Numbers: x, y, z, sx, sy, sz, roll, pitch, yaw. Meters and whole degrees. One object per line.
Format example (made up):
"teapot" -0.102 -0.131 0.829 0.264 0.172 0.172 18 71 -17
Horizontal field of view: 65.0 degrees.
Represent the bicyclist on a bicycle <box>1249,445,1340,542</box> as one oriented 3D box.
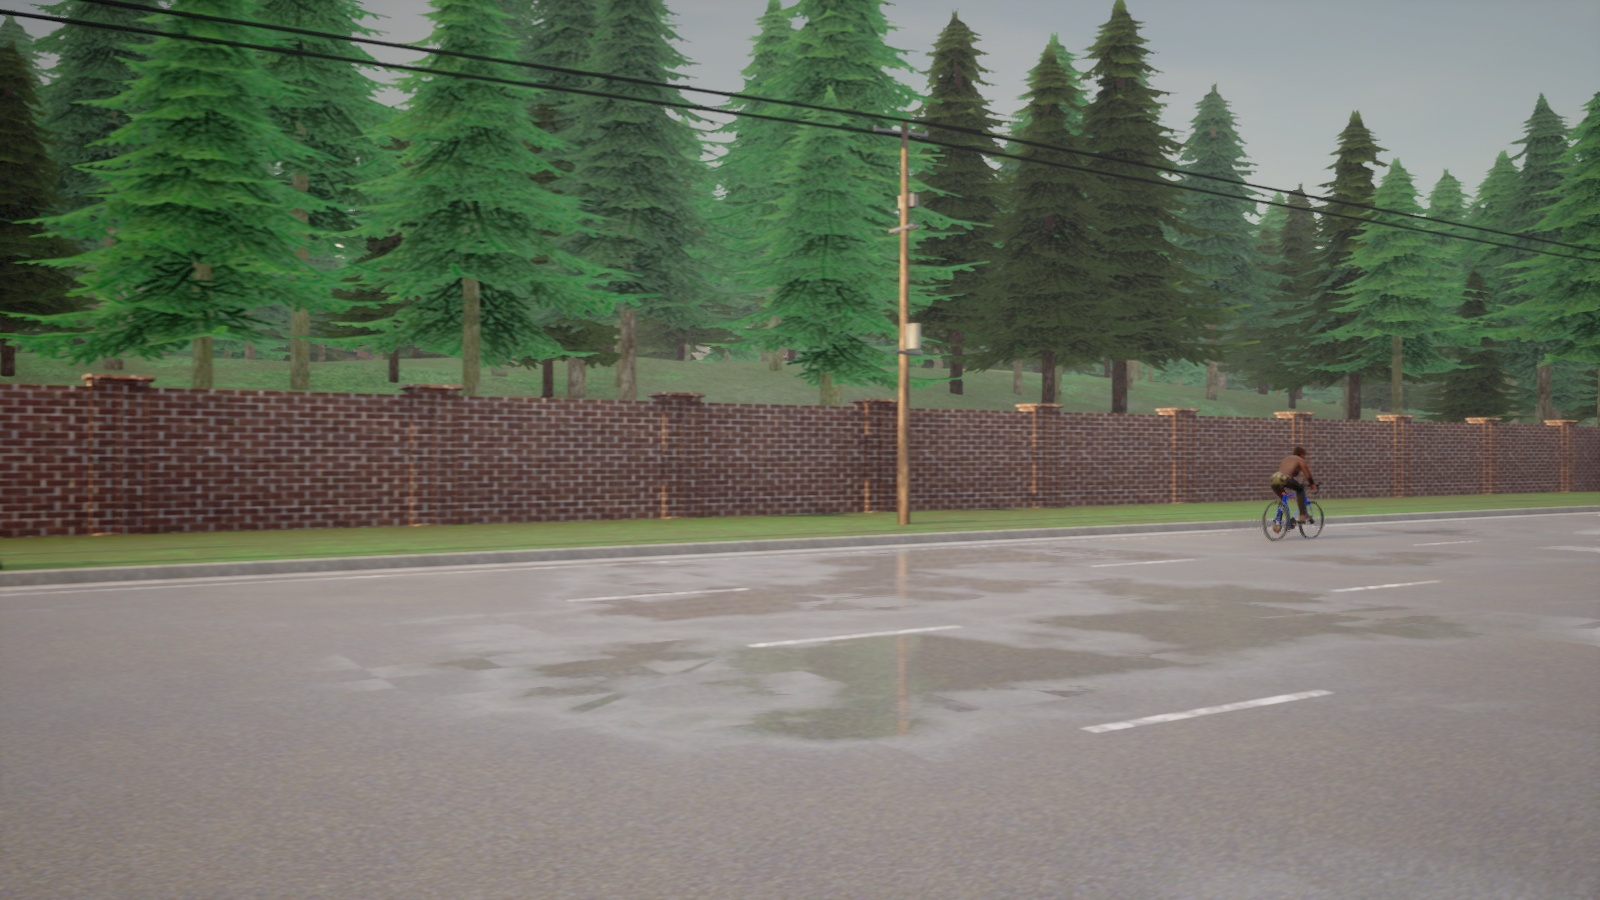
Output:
"bicyclist on a bicycle" 8.528 0.729 21.638 1.656 1.620 0.582 1 0 -33
